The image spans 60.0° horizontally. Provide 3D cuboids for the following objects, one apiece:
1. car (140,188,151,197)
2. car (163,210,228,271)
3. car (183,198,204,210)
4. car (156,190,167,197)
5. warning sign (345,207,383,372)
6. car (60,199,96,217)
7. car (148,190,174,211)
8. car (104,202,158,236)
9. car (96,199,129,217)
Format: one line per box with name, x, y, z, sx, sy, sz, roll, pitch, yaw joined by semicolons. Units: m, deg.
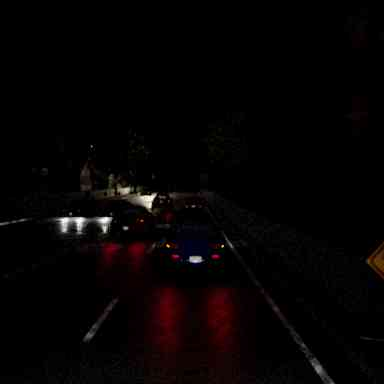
car;-9.641;0.063;70.731;2.097;1.767;4.553;0;2;0
car;0.101;1.545;10.838;1.812;1.442;4.674;0;0;0
car;0.149;1.271;32.432;2.033;1.411;5.357;0;1;0
car;-6.391;0.261;70.702;1.994;1.385;4.181;0;2;0
warning sign;2.848;1.139;4.220;1.300;1.860;1.060;0;-1;0
car;-9.807;1.336;29.556;2.033;1.411;5.357;0;1;0
car;-3.098;0.994;35.688;2.097;1.767;4.553;0;1;0
car;-3.128;1.496;18.041;1.812;1.442;4.674;0;0;0
car;-6.552;1.335;29.621;2.033;1.411;5.357;0;1;0
